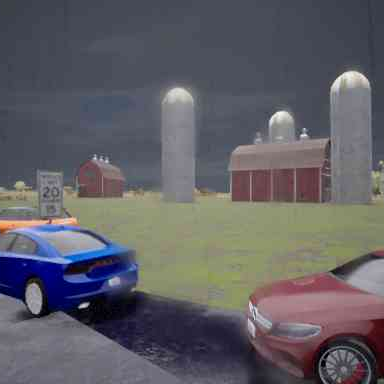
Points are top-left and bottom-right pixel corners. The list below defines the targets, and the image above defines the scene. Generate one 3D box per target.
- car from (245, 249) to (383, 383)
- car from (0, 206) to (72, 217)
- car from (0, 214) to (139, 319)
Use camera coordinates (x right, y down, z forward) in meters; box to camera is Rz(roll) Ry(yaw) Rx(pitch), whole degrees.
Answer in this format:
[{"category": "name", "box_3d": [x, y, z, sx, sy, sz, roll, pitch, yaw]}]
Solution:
[{"category": "car", "box_3d": [3.090, 1.557, 4.616, 4.674, 1.442, 1.812, 1, 0, -7]}, {"category": "car", "box_3d": [-6.929, 1.366, 13.616, 4.553, 1.767, 2.097, 0, 0, 18]}, {"category": "car", "box_3d": [-3.419, 1.480, 7.492, 5.008, 1.535, 1.882, 0, 0, 36]}]
